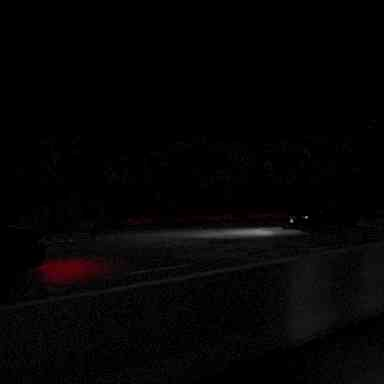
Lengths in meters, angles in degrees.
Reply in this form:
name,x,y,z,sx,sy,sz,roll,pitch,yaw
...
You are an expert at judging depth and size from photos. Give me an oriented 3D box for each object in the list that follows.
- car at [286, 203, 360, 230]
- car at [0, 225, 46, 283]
name,x,y,z,sx,sy,sz,roll,pitch,yaw
car,8.017,1.413,20.307,4.902,1.511,2.128,0,0,-25
car,-6.229,1.446,7.973,5.008,1.535,1.882,0,0,-35
